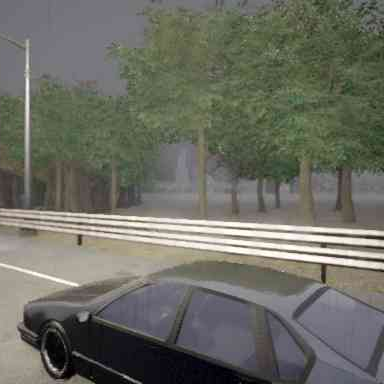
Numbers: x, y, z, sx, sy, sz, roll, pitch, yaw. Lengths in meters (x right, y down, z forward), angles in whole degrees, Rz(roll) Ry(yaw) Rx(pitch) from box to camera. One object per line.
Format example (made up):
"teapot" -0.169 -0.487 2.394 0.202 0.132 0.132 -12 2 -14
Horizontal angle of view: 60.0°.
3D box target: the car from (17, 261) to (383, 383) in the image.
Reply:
"car" 0.197 1.556 3.752 5.357 1.411 2.033 0 0 36
